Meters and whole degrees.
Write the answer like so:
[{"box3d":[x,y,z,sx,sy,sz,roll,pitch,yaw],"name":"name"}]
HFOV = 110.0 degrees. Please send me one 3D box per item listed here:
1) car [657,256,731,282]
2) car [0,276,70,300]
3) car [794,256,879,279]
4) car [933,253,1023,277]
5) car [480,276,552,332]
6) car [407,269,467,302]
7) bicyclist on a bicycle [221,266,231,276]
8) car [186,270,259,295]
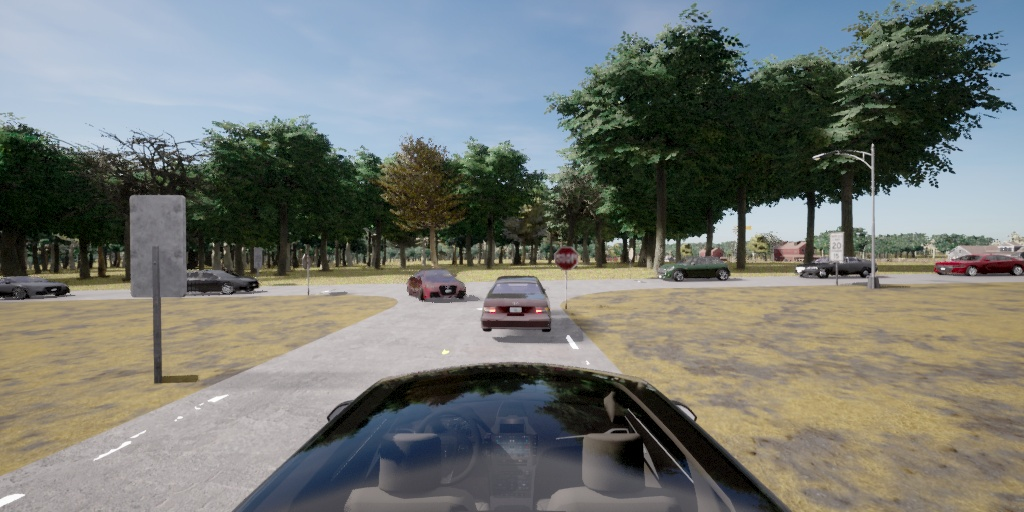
[{"box3d":[12.585,0.811,25.076,4.553,1.767,2.097,-1,1,-1],"name":"car"},{"box3d":[-30.428,1.959,22.268,4.181,1.385,1.994,-1,1,0],"name":"car"},{"box3d":[22.604,0.770,25.120,4.902,1.511,2.128,-1,1,0],"name":"car"},{"box3d":[32.685,0.591,25.098,5.008,1.535,1.882,-1,1,0],"name":"car"},{"box3d":[0.172,1.295,10.829,2.033,1.411,5.357,0,0,2],"name":"car"},{"box3d":[-3.649,1.310,17.068,1.994,1.385,4.181,0,0,-28],"name":"car"},{"box3d":[-22.625,1.603,28.221,0.582,1.620,1.656,-1,0,0],"name":"bicyclist on a bicycle"},{"box3d":[-18.439,1.620,22.241,4.892,1.490,1.837,-2,1,0],"name":"car"}]
